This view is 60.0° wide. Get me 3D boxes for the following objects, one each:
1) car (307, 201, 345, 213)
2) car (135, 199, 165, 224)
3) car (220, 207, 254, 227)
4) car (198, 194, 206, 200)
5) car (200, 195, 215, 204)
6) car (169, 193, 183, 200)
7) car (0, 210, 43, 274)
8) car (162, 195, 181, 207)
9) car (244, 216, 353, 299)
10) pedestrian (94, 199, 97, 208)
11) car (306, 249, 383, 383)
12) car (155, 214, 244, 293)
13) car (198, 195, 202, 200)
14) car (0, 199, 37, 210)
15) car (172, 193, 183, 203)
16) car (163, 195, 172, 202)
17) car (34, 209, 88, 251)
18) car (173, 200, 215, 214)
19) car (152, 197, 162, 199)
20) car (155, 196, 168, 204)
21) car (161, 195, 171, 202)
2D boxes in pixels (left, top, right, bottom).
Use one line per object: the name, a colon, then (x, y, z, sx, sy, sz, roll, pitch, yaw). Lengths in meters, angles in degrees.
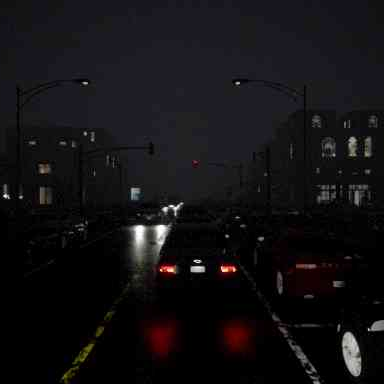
car: (14.787, 1.653, 37.261, 4.181, 1.385, 1.994, 0, 0, 1)
car: (-3.138, 1.528, 24.912, 1.812, 1.442, 4.674, 1, 0, -5)
car: (2.681, 1.553, 19.677, 2.008, 1.369, 4.403, 0, 0, 0)
car: (2.637, 1.458, 90.720, 1.967, 1.590, 4.097, 0, 0, 0)
car: (2.661, 1.572, 52.067, 1.947, 1.339, 4.313, 0, 0, 0)
car: (-3.105, 1.500, 61.466, 2.128, 1.511, 4.902, 0, 0, 0)
car: (-5.691, 1.441, 8.305, 1.967, 1.590, 4.097, 0, 0, 0)
car: (-3.141, 1.532, 51.114, 1.812, 1.442, 4.674, 0, 0, 1)
car: (2.688, 1.546, 8.293, 1.887, 1.381, 4.507, 0, 0, 0)
pedestrian: (-12.579, 1.415, 43.203, 0.375, 1.300, 0.375, 0, -1, 1)
car: (2.692, 1.551, 2.601, 2.008, 1.369, 4.403, 0, 0, 0)
car: (0.098, 1.548, 8.976, 2.033, 1.411, 5.357, 0, 0, 0)
car: (2.654, 1.590, 63.109, 1.802, 1.307, 4.206, 0, 0, 0)
car: (-19.100, 1.465, 34.564, 5.357, 1.411, 2.033, 0, 0, 1)
car: (-3.046, 1.236, 72.122, 2.150, 2.045, 5.566, 0, 0, 0)
car: (-5.737, 1.539, 79.515, 1.752, 1.417, 4.829, 0, 0, 0)
car: (-5.696, 1.552, 13.997, 2.008, 1.369, 4.403, 0, 0, 0)
car: (0.087, 1.480, 19.441, 1.882, 1.535, 5.008, 0, 0, 0)
car: (-5.720, 1.588, 52.075, 1.802, 1.307, 4.206, 0, 0, 0)
car: (-5.727, 1.559, 63.118, 2.008, 1.369, 4.403, 0, 0, 0)
car: (-5.733, 1.452, 74.162, 1.967, 1.590, 4.097, 0, 0, 0)
